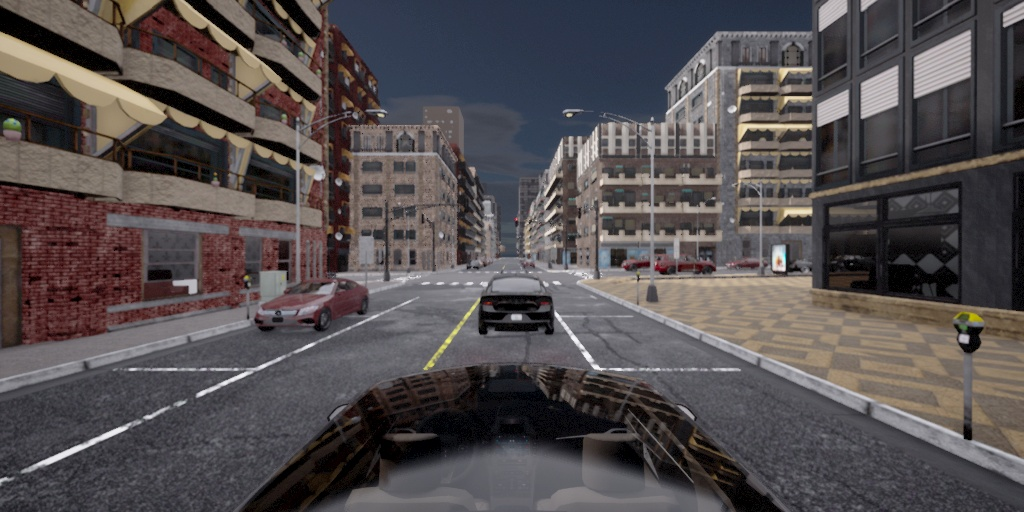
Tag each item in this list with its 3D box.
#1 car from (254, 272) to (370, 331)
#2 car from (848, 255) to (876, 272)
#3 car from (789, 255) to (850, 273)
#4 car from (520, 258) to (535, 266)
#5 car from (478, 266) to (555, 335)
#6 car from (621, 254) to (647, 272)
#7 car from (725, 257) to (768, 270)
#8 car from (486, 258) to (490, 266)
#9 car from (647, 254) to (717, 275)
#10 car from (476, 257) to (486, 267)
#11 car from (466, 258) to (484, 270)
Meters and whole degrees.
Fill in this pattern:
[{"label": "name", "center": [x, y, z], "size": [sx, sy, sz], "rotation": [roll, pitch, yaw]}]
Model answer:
[{"label": "car", "center": [-5.733, 1.326, 10.868], "size": [1.802, 1.307, 4.207], "rotation": [0, 0, 0]}, {"label": "car", "center": [31.378, 0.700, 30.956], "size": [4.313, 1.339, 1.948], "rotation": [0, 0, 0]}, {"label": "car", "center": [25.831, 0.804, 30.912], "size": [4.313, 1.339, 1.948], "rotation": [0, 0, 0]}, {"label": "car", "center": [2.745, 1.173, 58.567], "size": [1.967, 1.591, 4.097], "rotation": [0, 0, 0]}, {"label": "car", "center": [0.107, 1.222, 10.521], "size": [1.882, 1.535, 5.008], "rotation": [0, 0, 0]}, {"label": "car", "center": [14.611, 0.742, 39.206], "size": [5.009, 1.841, 2.192], "rotation": [0, 0, 0]}, {"label": "car", "center": [25.703, 0.801, 39.292], "size": [4.207, 1.307, 1.802], "rotation": [0, 0, 0]}, {"label": "car", "center": [-5.629, 1.049, 64.256], "size": [2.192, 1.841, 5.009], "rotation": [0, 0, 0]}, {"label": "car", "center": [14.737, 0.761, 30.827], "size": [5.009, 1.841, 2.192], "rotation": [0, 0, 0]}, {"label": "car", "center": [-5.635, 1.259, 58.404], "size": [1.751, 1.417, 4.829], "rotation": [0, 0, 0]}, {"label": "car", "center": [-5.641, 1.300, 52.891], "size": [1.948, 1.339, 4.313], "rotation": [0, 0, 0]}]
